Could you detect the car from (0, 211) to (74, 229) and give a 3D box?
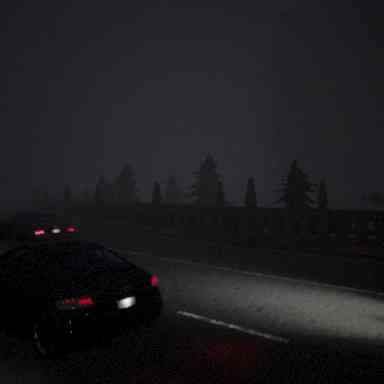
[{"bbox_3d":[-7.023,1.542,14.504,5.357,1.411,2.033,0,0,44],"label":"car"}]

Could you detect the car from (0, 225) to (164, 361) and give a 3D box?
[{"bbox_3d":[-2.518,1.562,6.026,4.181,1.385,1.994,0,0,38],"label":"car"}]
